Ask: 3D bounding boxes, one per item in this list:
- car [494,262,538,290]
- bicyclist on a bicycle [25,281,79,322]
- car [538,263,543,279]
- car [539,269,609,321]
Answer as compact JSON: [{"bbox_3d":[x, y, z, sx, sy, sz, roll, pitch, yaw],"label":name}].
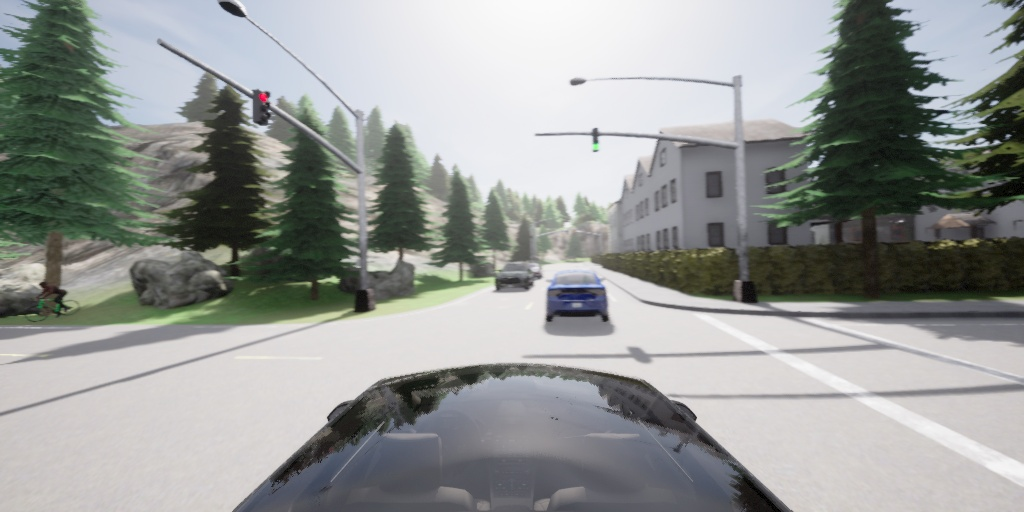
[{"bbox_3d":[0.233,1.194,23.340,2.097,1.767,4.553,-2,0,9],"label":"car"},{"bbox_3d":[-19.600,1.876,15.261,0.582,1.620,1.656,-4,5,9],"label":"bicyclist on a bicycle"},{"bbox_3d":[1.938,1.385,33.661,2.033,1.411,5.357,-2,0,10],"label":"car"},{"bbox_3d":[2.189,1.204,12.366,1.882,1.535,5.008,-2,0,9],"label":"car"}]
